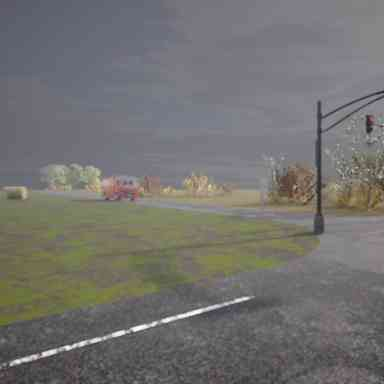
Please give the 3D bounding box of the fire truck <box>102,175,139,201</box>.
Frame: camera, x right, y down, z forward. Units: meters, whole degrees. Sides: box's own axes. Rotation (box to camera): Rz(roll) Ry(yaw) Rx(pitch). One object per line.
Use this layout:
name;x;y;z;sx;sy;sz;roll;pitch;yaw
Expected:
fire truck;-11.100;-0.645;50.588;2.891;3.827;8.468;0;1;-32
